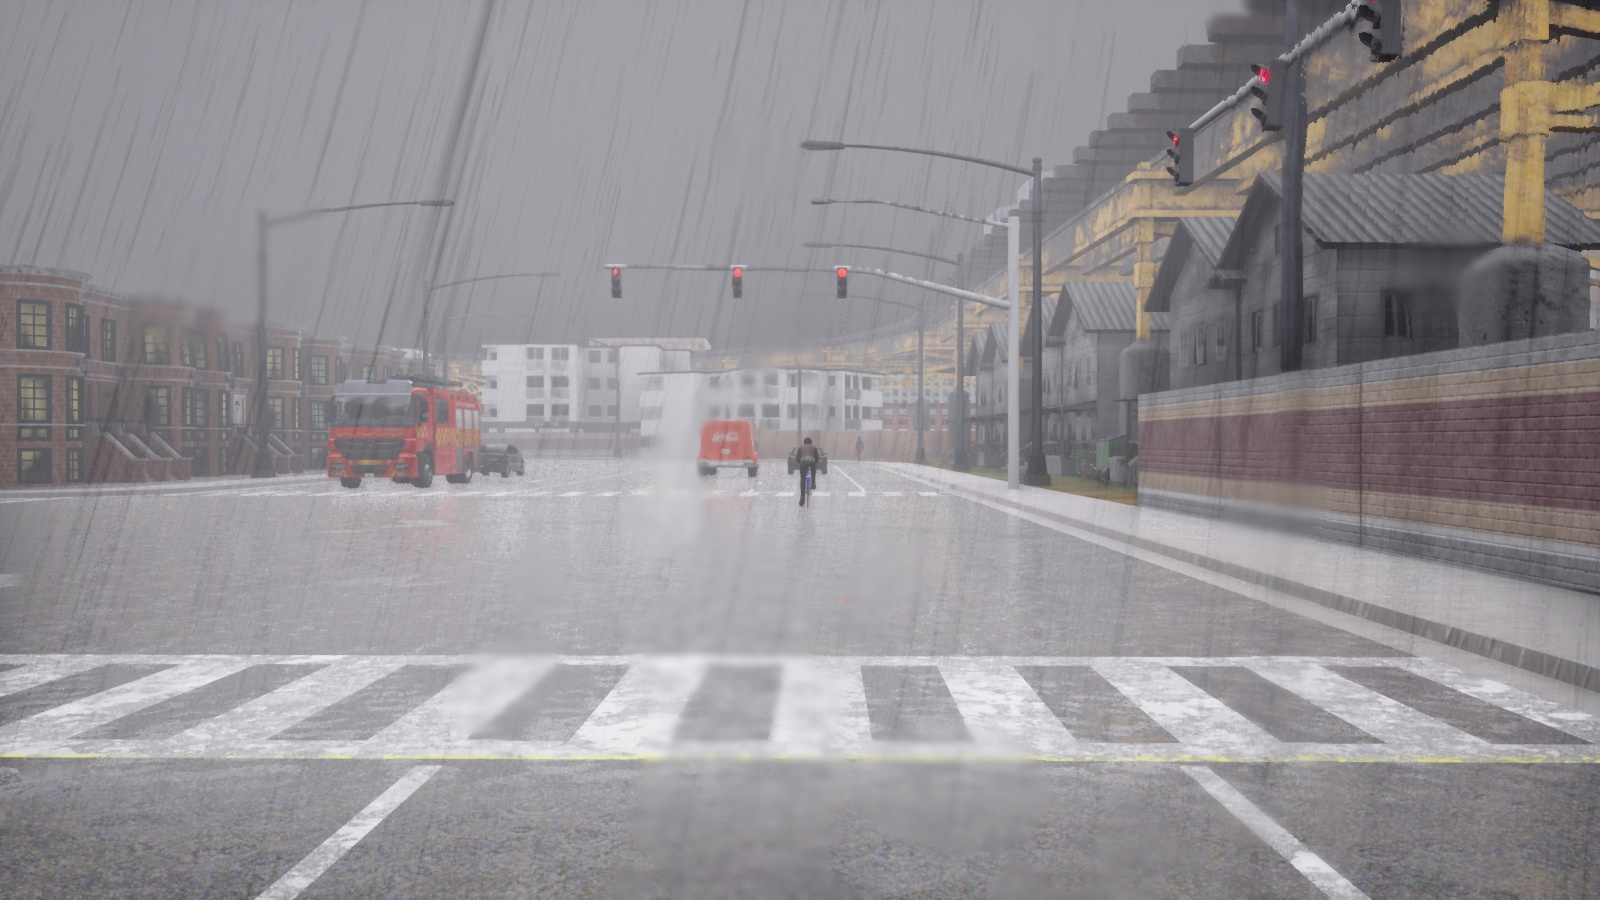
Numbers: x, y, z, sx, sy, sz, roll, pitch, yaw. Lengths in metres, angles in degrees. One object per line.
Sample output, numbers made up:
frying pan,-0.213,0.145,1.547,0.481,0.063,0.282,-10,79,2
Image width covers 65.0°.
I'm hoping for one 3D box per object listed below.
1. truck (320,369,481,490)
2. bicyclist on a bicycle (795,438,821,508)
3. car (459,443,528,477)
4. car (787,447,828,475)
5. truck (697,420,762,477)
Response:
truck,-13.732,-0.677,44.005,2.891,3.827,8.468,0,0,0
bicyclist on a bicycle,0.185,0.532,29.673,0.582,1.620,1.656,0,0,0
car,-13.663,0.424,56.248,1.837,1.490,4.892,0,0,0
car,0.364,0.502,61.130,1.895,1.301,4.718,0,0,0
truck,-3.157,-0.066,57.265,2.627,2.467,5.204,0,0,0
